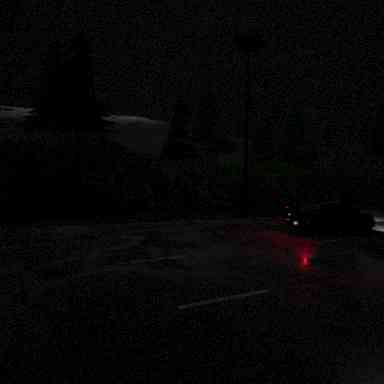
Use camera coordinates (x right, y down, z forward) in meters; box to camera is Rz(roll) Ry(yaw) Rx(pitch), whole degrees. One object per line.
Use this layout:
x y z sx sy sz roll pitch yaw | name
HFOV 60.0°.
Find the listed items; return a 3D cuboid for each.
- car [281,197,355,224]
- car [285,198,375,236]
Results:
7.697 1.066 20.281 4.181 1.385 1.994 0 2 -29 | car
6.525 1.152 15.598 4.674 1.442 1.812 0 2 -29 | car
